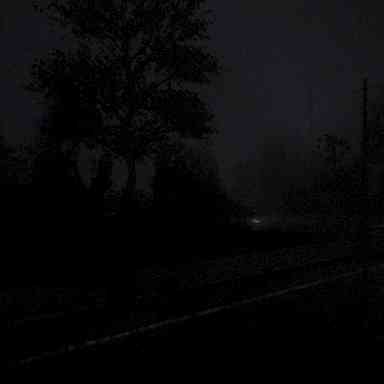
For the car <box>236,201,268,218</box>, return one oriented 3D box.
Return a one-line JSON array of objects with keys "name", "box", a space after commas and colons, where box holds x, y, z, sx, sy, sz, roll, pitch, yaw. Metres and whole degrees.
[{"name": "car", "box": [4.955, 1.671, 32.193, 1.882, 1.535, 5.008, 0, -1, -41]}]
